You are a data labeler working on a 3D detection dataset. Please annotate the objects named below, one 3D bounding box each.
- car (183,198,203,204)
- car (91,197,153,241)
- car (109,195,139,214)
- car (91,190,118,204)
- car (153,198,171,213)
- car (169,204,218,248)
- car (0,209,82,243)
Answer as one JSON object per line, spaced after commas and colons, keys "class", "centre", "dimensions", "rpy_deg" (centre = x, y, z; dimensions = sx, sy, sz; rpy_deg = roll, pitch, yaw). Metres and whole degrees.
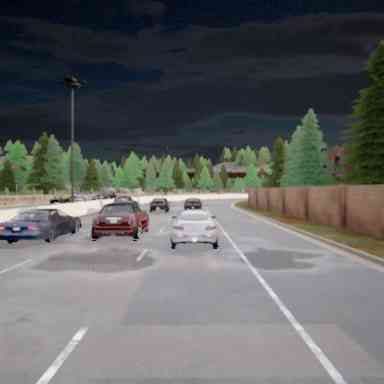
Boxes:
{"class": "car", "centre": [0.104, 1.386, 35.820], "dimensions": [1.837, 1.490, 4.892], "rpy_deg": [0, 0, 0]}
{"class": "car", "centre": [-3.399, 1.297, 16.557], "dimensions": [2.097, 1.767, 4.553], "rpy_deg": [0, 0, 0]}
{"class": "car", "centre": [-6.902, 1.241, 34.181], "dimensions": [2.097, 1.767, 4.553], "rpy_deg": [0, 0, 0]}
{"class": "car", "centre": [-13.450, 0.775, 51.440], "dimensions": [2.150, 2.045, 5.566], "rpy_deg": [0, 0, 6]}
{"class": "car", "centre": [-3.396, 1.386, 35.723], "dimensions": [1.837, 1.490, 4.892], "rpy_deg": [0, 0, 0]}
{"class": "car", "centre": [0.087, 1.478, 14.356], "dimensions": [1.812, 1.442, 4.674], "rpy_deg": [0, 0, 0]}
{"class": "car", "centre": [-6.899, 1.496, 15.628], "dimensions": [2.033, 1.411, 5.357], "rpy_deg": [0, 0, 0]}
